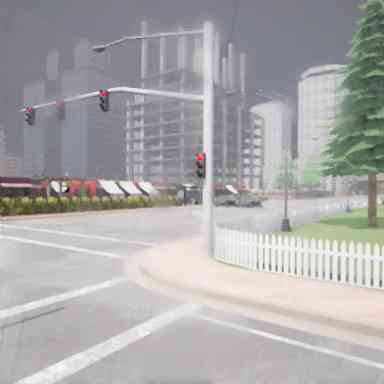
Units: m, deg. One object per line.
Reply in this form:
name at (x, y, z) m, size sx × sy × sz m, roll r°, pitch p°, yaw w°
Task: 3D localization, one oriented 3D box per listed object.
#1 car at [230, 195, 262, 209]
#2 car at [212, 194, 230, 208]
car at (7.283, 1.199, 42.952) m, size 2.097 × 1.767 × 4.553 m, roll 1°, pitch 0°, yaw 34°
car at (4.386, 1.170, 44.915) m, size 2.097 × 1.767 × 4.553 m, roll 1°, pitch 0°, yaw 34°
